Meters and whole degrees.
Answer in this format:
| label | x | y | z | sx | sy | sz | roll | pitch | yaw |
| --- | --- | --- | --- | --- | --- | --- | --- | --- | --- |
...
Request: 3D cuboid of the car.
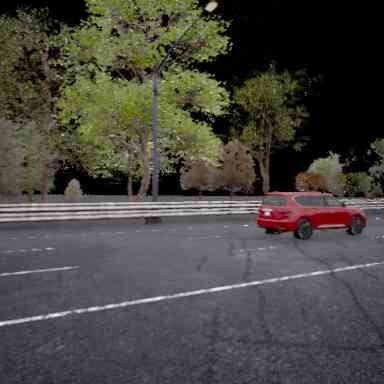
| label | x | y | z | sx | sy | sz | roll | pitch | yaw |
| --- | --- | --- | --- | --- | --- | --- | --- | --- | --- |
| car | 5.624 | 1.029 | 15.613 | 5.566 | 2.045 | 2.150 | 0 | 0 | -27 |
